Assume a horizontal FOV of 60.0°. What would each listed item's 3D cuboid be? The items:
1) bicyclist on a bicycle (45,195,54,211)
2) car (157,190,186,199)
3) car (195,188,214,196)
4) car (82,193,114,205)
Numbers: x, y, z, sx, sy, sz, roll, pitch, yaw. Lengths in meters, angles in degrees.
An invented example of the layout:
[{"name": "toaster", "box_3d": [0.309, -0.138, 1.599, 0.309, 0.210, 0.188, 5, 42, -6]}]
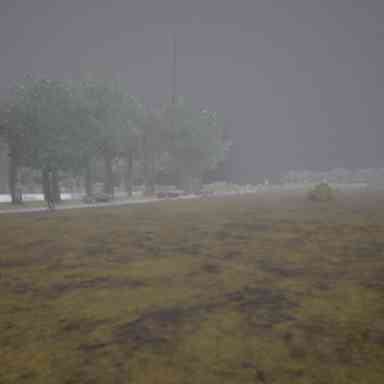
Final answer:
[{"name": "bicyclist on a bicycle", "box_3d": [-14.818, 1.139, 34.576, 1.656, 1.620, 0.582, -1, 1, 35]}, {"name": "car", "box_3d": [-3.787, 0.388, 55.514, 1.882, 1.535, 5.008, -2, 1, 36]}, {"name": "car", "box_3d": [2.381, -0.002, 64.303, 1.837, 1.490, 4.892, -2, 1, 35]}, {"name": "car", "box_3d": [-13.248, 0.950, 47.139, 1.837, 1.490, 4.892, -2, 1, 35]}]
